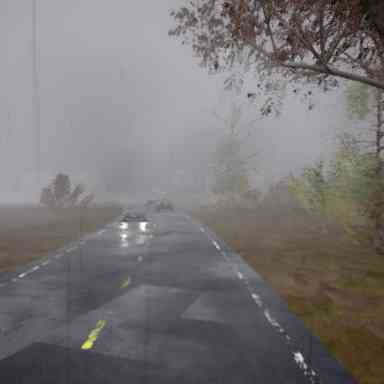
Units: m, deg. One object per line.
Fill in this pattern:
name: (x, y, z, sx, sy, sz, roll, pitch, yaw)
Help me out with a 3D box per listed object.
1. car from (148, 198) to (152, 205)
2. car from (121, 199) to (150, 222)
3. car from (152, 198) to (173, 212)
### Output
car: (-7.555, 1.791, 62.280, 1.882, 1.535, 5.008, 0, 0, -13)
car: (-4.738, 1.642, 27.961, 1.837, 1.490, 4.892, 0, 0, -6)
car: (-3.652, 1.562, 43.254, 2.097, 1.767, 4.553, 0, 0, -9)
